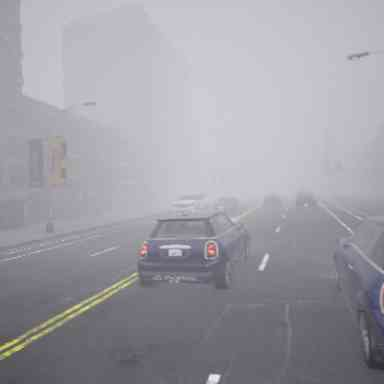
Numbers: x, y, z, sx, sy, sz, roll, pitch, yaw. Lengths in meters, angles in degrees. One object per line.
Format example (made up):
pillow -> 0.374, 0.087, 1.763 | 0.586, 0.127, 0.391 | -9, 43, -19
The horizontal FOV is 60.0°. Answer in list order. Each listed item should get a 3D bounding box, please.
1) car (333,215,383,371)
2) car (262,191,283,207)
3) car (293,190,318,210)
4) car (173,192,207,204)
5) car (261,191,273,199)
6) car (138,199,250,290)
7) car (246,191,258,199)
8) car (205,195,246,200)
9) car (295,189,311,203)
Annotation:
car -> 3.506, 1.118, 5.231 | 2.097, 1.767, 4.553 | -3, 0, 18
car -> 8.755, 0.834, 35.917 | 1.812, 1.442, 4.674 | -3, 0, 18
car -> 10.222, 0.749, 29.960 | 1.837, 1.490, 4.892 | -3, 0, 18
car -> -0.023, 1.073, 30.426 | 2.150, 2.045, 5.566 | -3, 0, 18
car -> 15.413, 0.524, 67.950 | 1.882, 1.535, 5.008 | -3, -1, 18
car -> 0.283, 1.293, 9.229 | 2.097, 1.767, 4.553 | -3, 0, 18
car -> 12.324, 0.580, 68.965 | 2.097, 1.767, 4.553 | -3, -1, 18
car -> 3.116, 1.160, 29.524 | 2.128, 1.511, 4.902 | -3, 0, 18
car -> 14.296, 0.486, 42.904 | 1.837, 1.490, 4.892 | -3, 1, 18
